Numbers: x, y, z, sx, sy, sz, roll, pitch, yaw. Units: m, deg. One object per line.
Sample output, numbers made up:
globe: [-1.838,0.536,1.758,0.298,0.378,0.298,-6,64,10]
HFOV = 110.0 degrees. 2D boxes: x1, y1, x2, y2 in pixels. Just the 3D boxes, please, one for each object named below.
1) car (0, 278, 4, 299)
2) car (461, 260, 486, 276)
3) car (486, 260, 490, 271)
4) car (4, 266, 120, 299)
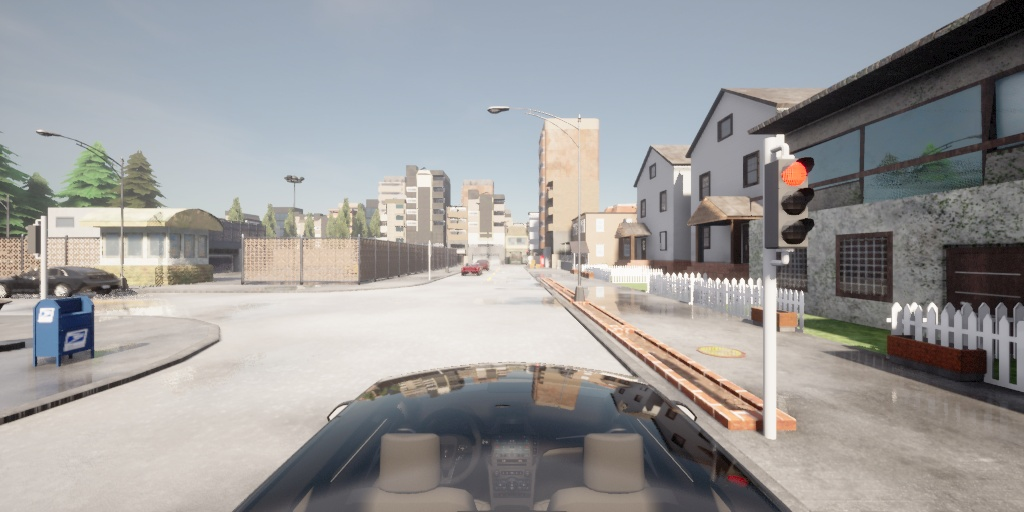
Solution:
car: [-22.434,1.314,13.284,4.181,1.385,1.994,0,0,0]
car: [-4.113,1.351,37.257,1.895,1.301,4.718,0,0,0]
car: [-4.100,1.228,48.732,1.882,1.535,5.008,0,0,0]
car: [-22.136,1.254,17.437,4.892,1.490,1.837,0,0,1]
